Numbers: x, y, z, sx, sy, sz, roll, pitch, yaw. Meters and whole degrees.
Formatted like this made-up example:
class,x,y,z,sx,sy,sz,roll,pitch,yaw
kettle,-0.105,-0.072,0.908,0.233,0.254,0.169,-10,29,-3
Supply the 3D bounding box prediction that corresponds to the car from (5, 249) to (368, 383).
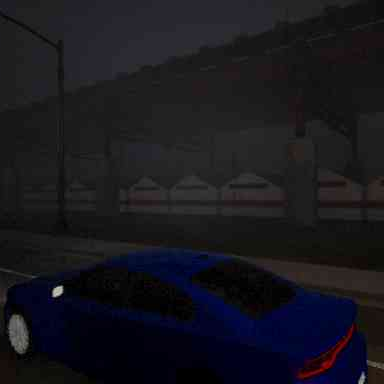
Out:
class,x,y,z,sx,sy,sz,roll,pitch,yaw
car,-0.531,1.509,4.370,5.008,1.535,1.882,-1,-1,35
